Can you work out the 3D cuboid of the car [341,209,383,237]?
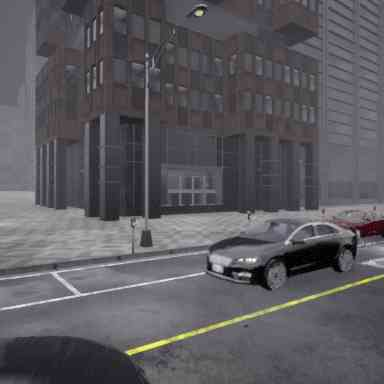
[{"bbox_3d":[8.040,1.546,16.247,4.507,1.381,1.887,0,0,-35],"label":"car"}]

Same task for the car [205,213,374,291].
[{"bbox_3d":[2.588,1.492,9.083,4.902,1.511,2.128,0,0,-35],"label":"car"}]

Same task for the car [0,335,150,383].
[{"bbox_3d":[-2.384,1.525,1.610,4.674,1.442,1.812,0,0,-35],"label":"car"}]
